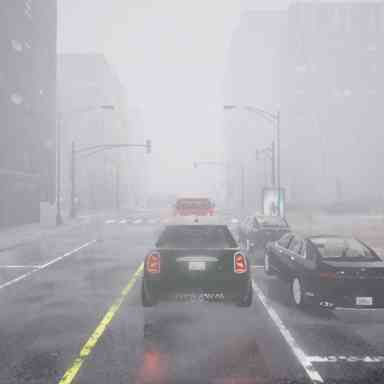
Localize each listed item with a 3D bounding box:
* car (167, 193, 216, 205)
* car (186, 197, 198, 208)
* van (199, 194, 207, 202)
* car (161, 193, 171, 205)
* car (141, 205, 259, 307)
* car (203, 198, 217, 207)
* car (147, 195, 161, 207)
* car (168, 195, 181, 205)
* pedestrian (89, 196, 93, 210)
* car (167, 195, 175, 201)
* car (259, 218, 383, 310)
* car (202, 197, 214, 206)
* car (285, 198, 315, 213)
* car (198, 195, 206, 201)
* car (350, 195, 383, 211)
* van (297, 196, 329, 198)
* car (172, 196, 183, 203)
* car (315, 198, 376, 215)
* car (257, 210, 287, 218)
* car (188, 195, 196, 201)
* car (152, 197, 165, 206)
[{"bbox_3d":[0.082,1.228,17.601,2.150,2.045,5.566,0,0,0],"label":"car"},{"bbox_3d":[0.038,1.544,51.006,1.812,1.442,4.674,0,0,0],"label":"car"},{"bbox_3d":[2.677,1.373,79.253,1.690,1.788,3.998,1,0,0],"label":"van"},{"bbox_3d":[-3.138,1.240,51.086,2.150,2.045,5.566,0,0,0],"label":"car"},{"bbox_3d":[0.098,1.354,8.130,2.097,1.767,4.553,0,0,0],"label":"car"},{"bbox_3d":[2.684,1.585,51.396,1.947,1.339,4.313,1,0,0],"label":"car"},{"bbox_3d":[-5.693,1.334,51.434,2.192,1.841,5.009,1,0,0],"label":"car"},{"bbox_3d":[-3.089,1.375,60.655,2.097,1.767,4.553,0,0,0],"label":"car"},{"bbox_3d":[-12.542,1.348,41.356,0.375,1.860,0.375,0,0,0],"label":"pedestrian"},{"bbox_3d":[-5.710,1.603,90.431,1.947,1.339,4.313,1,0,0],"label":"car"},{"bbox_3d":[2.828,1.553,7.634,2.008,1.369,4.403,1,0,0],"label":"car"},{"bbox_3d":[2.682,1.604,56.967,1.802,1.307,4.206,1,0,0],"label":"car"},{"bbox_3d":[11.176,1.538,35.653,4.718,1.301,1.895,0,-1,0],"label":"car"},{"bbox_3d":[2.671,1.582,90.394,1.887,1.381,4.507,1,0,0],"label":"car"},{"bbox_3d":[19.278,1.228,38.182,5.009,1.841,2.192,0,0,0],"label":"car"},{"bbox_3d":[13.751,1.297,38.220,3.998,1.788,1.690,0,0,0],"label":"van"},{"bbox_3d":[-3.024,1.553,70.725,2.128,1.511,4.902,0,0,0],"label":"car"},{"bbox_3d":[13.693,1.413,29.839,4.206,1.307,1.802,0,0,0],"label":"car"},{"bbox_3d":[2.826,1.555,13.204,2.008,1.369,4.403,1,0,0],"label":"car"},{"bbox_3d":[-0.029,1.536,86.432,1.837,1.490,4.892,0,0,0],"label":"car"},{"bbox_3d":[-5.698,1.566,57.005,1.887,1.381,4.507,1,0,0],"label":"car"}]
